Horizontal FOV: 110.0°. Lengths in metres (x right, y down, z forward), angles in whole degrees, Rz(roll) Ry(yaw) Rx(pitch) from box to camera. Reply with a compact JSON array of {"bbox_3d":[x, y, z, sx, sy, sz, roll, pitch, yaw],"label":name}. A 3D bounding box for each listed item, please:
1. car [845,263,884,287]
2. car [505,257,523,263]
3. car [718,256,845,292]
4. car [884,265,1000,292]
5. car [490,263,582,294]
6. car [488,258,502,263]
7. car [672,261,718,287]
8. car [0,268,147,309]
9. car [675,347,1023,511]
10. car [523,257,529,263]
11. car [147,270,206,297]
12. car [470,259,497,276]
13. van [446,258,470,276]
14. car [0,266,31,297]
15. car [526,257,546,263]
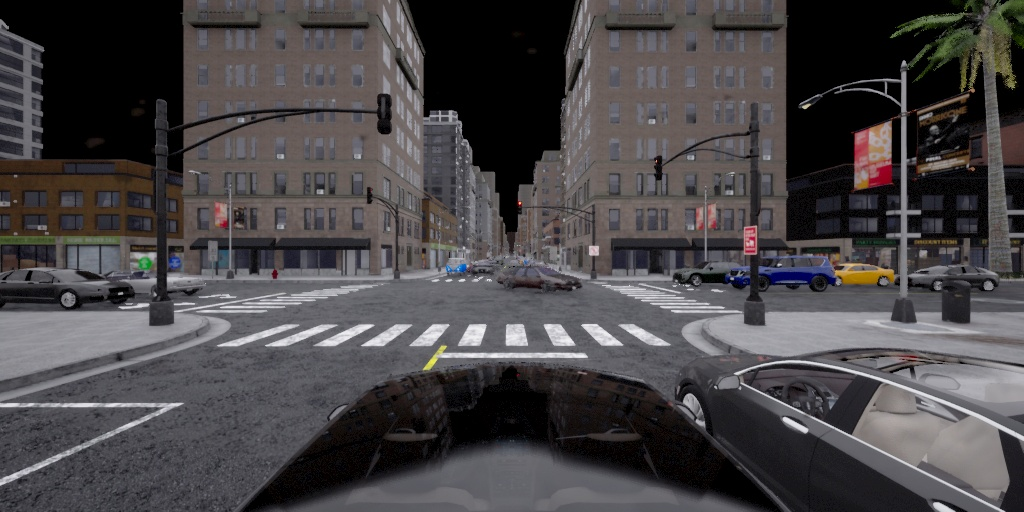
[{"bbox_3d":[22.877,1.258,24.383,5.008,1.535,1.882,0,0,0],"label":"car"},{"bbox_3d":[0.305,1.301,55.833,2.033,1.411,5.357,0,0,0],"label":"car"},{"bbox_3d":[15.704,0.993,21.093,5.566,2.045,2.150,0,0,0],"label":"car"},{"bbox_3d":[25.523,1.291,21.150,4.892,1.490,1.837,-1,0,0],"label":"car"},{"bbox_3d":[1.396,1.299,20.770,2.033,1.411,5.357,0,0,-45],"label":"car"},{"bbox_3d":[-2.905,1.316,51.844,1.994,1.385,4.181,0,0,0],"label":"car"},{"bbox_3d":[13.400,1.116,24.330,4.553,1.767,2.097,0,0,0],"label":"car"},{"bbox_3d":[-17.946,1.232,14.201,4.892,1.490,1.837,0,0,0],"label":"car"},{"bbox_3d":[2.668,1.300,2.347,2.007,1.370,4.403,0,0,0],"label":"car"},{"bbox_3d":[2.844,1.193,48.335,1.967,1.591,4.097,0,0,0],"label":"car"},{"bbox_3d":[-17.907,1.324,17.451,4.718,1.301,1.895,0,0,0],"label":"car"},{"bbox_3d":[-2.968,1.316,37.465,1.994,1.385,4.181,0,0,0],"label":"car"},{"bbox_3d":[-5.727,1.093,37.030,1.690,1.789,3.998,0,0,0],"label":"van"},{"bbox_3d":[-26.892,1.236,17.400,4.674,1.442,1.812,0,0,0],"label":"car"},{"bbox_3d":[2.799,1.192,36.997,1.967,1.591,4.097,0,0,0],"label":"car"}]
